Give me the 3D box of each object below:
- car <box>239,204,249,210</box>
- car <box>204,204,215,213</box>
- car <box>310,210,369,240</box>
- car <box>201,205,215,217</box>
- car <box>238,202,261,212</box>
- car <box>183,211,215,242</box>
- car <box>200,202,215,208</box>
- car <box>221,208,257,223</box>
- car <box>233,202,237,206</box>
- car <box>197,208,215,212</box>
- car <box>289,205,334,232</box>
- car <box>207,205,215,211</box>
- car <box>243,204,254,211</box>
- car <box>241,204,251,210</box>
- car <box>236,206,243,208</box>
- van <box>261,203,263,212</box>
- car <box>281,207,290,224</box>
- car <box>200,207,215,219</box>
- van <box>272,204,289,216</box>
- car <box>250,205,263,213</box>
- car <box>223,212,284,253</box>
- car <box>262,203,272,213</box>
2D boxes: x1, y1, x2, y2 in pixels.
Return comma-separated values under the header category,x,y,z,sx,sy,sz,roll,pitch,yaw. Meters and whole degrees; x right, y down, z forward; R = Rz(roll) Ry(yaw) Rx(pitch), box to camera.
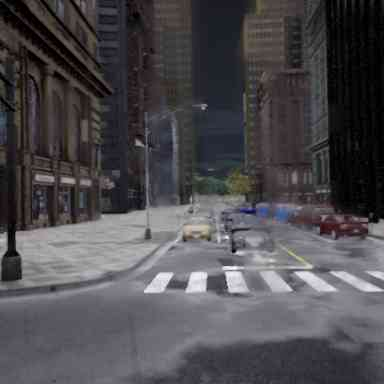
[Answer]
category,x,y,z,sx,sy,sz,roll,pitch,yaw
car,13.451,3.768,86.025,2.008,1.369,4.403,-2,-2,4
car,3.435,3.252,64.630,1.967,1.590,4.097,-2,-2,4
car,8.920,2.000,20.002,1.887,1.381,4.507,-2,-2,4
car,2.419,2.856,49.833,1.967,1.590,4.097,-2,-2,4
car,8.194,2.489,48.295,2.150,2.045,5.566,-1,-2,4
car,0.403,2.148,20.424,1.752,1.417,4.829,-2,-2,4
car,1.746,2.469,40.091,2.192,1.841,5.009,-2,-2,4
car,3.454,2.267,25.802,2.033,1.411,5.357,-1,-2,4
car,8.931,2.904,58.911,2.097,1.767,4.553,-1,-2,4
car,1.084,2.442,30.338,2.008,1.369,4.403,-2,-2,4
car,9.267,1.908,25.082,2.192,1.841,5.009,-2,-2,4
car,4.543,3.780,80.719,1.887,1.381,4.507,-2,-2,4
car,12.739,3.513,75.647,1.947,1.339,4.313,-2,-2,4
car,13.095,3.648,80.837,1.947,1.339,4.313,-2,-2,4
car,4.183,2.565,36.242,1.994,1.385,4.181,-1,-2,4
van,11.039,2.617,50.448,1.690,1.788,3.998,-2,-2,4
car,9.630,2.312,30.148,1.802,1.307,4.206,-2,-2,4
car,2.088,2.830,44.958,1.887,1.381,4.507,-2,-2,4
van,9.976,2.208,35.228,1.690,1.788,3.998,-2,-2,4
car,11.671,3.116,60.081,1.802,1.307,4.206,-2,-2,4
car,2.741,1.945,15.963,2.128,1.511,4.902,-1,-2,5
car,10.330,2.319,40.302,2.192,1.841,5.009,-2,-2,4
